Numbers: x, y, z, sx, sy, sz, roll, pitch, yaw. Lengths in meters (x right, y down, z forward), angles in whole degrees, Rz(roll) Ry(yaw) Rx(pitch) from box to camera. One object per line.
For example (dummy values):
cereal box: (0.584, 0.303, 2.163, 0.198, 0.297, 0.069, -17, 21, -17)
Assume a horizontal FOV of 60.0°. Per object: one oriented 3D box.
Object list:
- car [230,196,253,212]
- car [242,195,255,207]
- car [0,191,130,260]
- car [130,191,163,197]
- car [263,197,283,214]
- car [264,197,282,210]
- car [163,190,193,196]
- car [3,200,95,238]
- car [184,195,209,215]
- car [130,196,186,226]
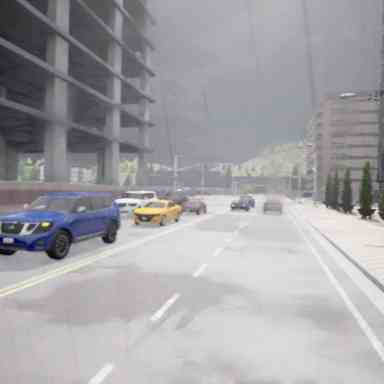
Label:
car: (5.577, 1.488, 37.986, 1.895, 1.301, 4.718, 2, 0, 14)
car: (7.682, 1.234, 46.722, 2.097, 1.767, 4.553, 2, 0, 14)
car: (-4.555, 1.022, 12.131, 2.150, 2.045, 5.566, 2, 0, 14)
car: (-4.501, 0.924, 26.930, 2.150, 2.045, 5.566, 2, 0, 14)
car: (8.435, 1.474, 34.763, 2.128, 1.511, 4.902, 2, 0, 14)
car: (10.689, 1.470, 43.899, 2.128, 1.511, 4.902, 2, 0, 14)
car: (-1.941, 0.921, 37.155, 2.150, 2.045, 5.566, 2, 0, 14)
car: (-6.984, 1.232, 16.919, 1.812, 1.442, 4.674, 2, 0, 14)
car: (0.173, 1.319, 31.247, 1.812, 1.442, 4.674, 2, 0, 14)
car: (-2.165, 1.274, 21.837, 1.882, 1.535, 5.008, 2, 0, 14)
